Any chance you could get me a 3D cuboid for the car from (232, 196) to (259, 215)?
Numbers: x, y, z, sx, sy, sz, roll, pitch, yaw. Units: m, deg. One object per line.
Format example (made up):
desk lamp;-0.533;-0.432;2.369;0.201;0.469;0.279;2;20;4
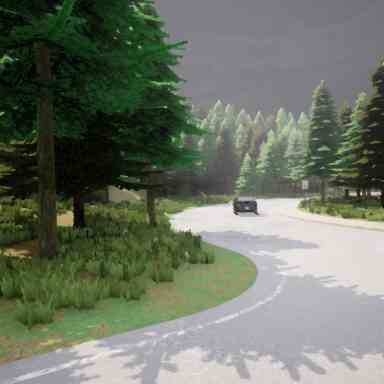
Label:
car;4.510;1.063;28.343;1.882;1.535;5.008;-2;1;5
